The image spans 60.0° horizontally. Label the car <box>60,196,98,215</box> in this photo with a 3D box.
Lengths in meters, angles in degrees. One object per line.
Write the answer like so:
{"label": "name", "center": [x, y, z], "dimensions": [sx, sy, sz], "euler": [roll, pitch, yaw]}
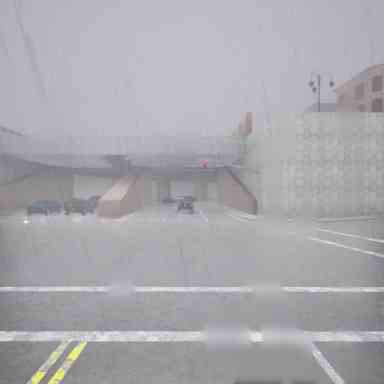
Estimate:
{"label": "car", "center": [-11.327, 1.505, 33.746], "dimensions": [1.837, 1.490, 4.892], "euler": [0, 0, -1]}

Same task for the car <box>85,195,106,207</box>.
{"label": "car", "center": [-15.284, 1.352, 53.042], "dimensions": [2.097, 1.767, 4.553], "euler": [0, 0, -1]}

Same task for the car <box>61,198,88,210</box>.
{"label": "car", "center": [-15.065, 1.505, 42.976], "dimensions": [1.837, 1.490, 4.892], "euler": [0, 0, -1]}

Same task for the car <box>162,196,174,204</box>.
{"label": "car", "center": [-4.525, 1.547, 64.337], "dimensions": [2.033, 1.411, 5.357], "euler": [0, 0, 5]}

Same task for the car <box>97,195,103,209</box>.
{"label": "car", "center": [-11.560, 1.352, 42.876], "dimensions": [2.097, 1.767, 4.553], "euler": [0, 0, -1]}

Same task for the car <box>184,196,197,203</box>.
{"label": "car", "center": [-0.237, 1.525, 69.321], "dimensions": [1.812, 1.442, 4.674], "euler": [0, 0, 13]}

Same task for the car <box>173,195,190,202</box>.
{"label": "car", "center": [-2.353, 1.524, 74.694], "dimensions": [1.812, 1.442, 4.674], "euler": [0, 0, 24]}

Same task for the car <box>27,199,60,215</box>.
{"label": "car", "center": [-14.825, 1.478, 33.630], "dimensions": [1.882, 1.535, 5.008], "euler": [0, 0, -1]}

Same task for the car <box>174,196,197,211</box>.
{"label": "car", "center": [-0.820, 1.547, 40.322], "dimensions": [2.033, 1.411, 5.357], "euler": [0, 0, -2]}
